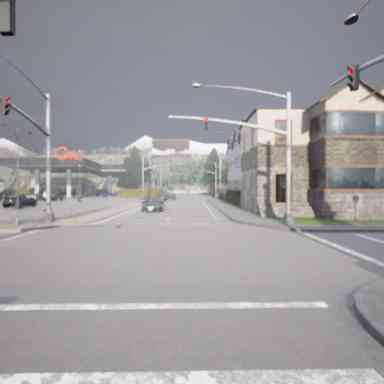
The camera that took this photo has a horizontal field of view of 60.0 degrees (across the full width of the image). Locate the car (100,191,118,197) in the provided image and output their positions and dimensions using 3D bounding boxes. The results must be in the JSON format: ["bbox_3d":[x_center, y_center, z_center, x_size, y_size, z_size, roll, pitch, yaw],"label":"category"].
[{"bbox_3d":[-22.173,0.529,88.678,4.611,1.667,2.242,0,1,0],"label":"car"}]

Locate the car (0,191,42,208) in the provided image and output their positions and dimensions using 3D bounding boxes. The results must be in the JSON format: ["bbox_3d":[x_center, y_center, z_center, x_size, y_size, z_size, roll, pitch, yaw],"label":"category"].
[{"bbox_3d":[-18.923,1.014,36.809,2.007,1.523,4.514,0,1,0],"label":"car"}]

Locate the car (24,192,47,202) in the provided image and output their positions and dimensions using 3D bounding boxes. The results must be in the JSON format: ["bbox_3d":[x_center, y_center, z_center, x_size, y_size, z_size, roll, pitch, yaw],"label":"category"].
[{"bbox_3d":[-25.953,0.840,55.280,1.970,1.475,3.806,0,1,0],"label":"car"}]

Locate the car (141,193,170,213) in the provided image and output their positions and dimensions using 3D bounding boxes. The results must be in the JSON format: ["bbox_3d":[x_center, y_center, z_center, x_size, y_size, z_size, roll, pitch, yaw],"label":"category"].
[{"bbox_3d":[-3.500,1.149,30.594,2.128,1.511,4.902,0,2,0],"label":"car"}]

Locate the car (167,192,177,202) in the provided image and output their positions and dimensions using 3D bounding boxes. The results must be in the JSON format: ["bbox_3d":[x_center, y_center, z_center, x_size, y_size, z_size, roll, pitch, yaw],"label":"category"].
[{"bbox_3d":[-3.501,0.709,54.609,2.033,1.411,5.357,0,1,0],"label":"car"}]

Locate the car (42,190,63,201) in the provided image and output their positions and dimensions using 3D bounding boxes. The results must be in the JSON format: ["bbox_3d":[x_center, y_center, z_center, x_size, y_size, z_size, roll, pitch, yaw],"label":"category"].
[{"bbox_3d":[-22.627,0.563,54.674,1.905,1.878,3.866,0,1,0],"label":"car"}]
